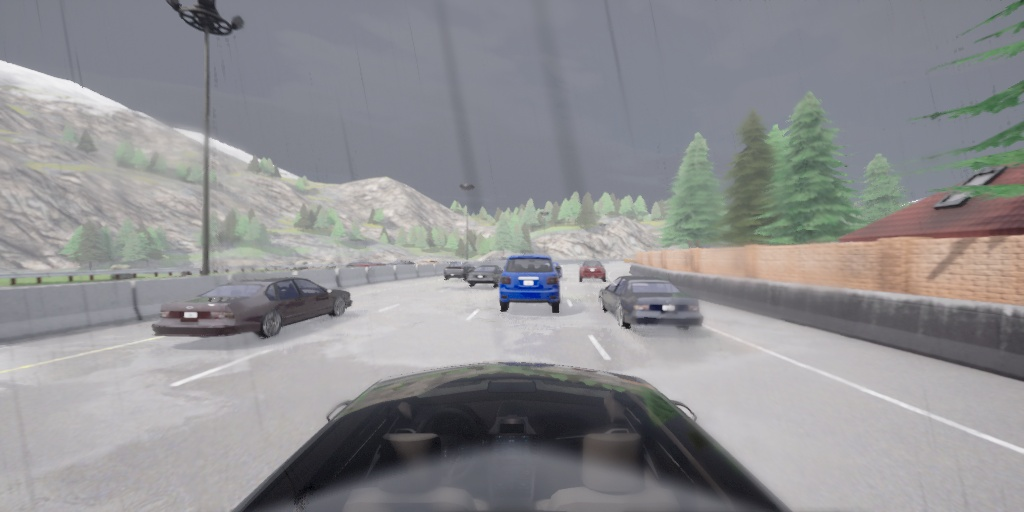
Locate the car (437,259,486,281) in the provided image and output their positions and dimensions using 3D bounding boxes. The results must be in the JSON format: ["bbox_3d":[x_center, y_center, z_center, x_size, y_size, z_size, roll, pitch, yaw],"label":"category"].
[{"bbox_3d":[-4.082,1.240,29.705,2.128,1.511,4.902,0,0,11],"label":"car"}]

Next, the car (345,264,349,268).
[{"bbox_3d":[-21.054,1.275,49.644,1.994,1.385,4.181,0,0,16],"label":"car"}]

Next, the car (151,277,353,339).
[{"bbox_3d":[-6.582,1.283,10.022,2.033,1.411,5.357,0,0,4],"label":"car"}]

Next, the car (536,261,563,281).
[{"bbox_3d":[3.419,1.246,31.570,1.882,1.535,5.008,0,0,12],"label":"car"}]

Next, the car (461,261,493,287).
[{"bbox_3d":[-1.533,1.301,24.222,2.033,1.411,5.357,0,0,9],"label":"car"}]

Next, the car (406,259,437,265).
[{"bbox_3d":[-11.098,1.213,46.325,1.882,1.535,5.008,0,0,16],"label":"car"}]

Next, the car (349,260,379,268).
[{"bbox_3d":[-18.349,1.317,46.462,1.895,1.301,4.718,0,0,16],"label":"car"}]

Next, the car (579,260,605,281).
[{"bbox_3d":[6.658,1.129,29.927,2.097,1.767,4.553,0,0,11],"label":"car"}]

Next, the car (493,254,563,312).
[{"bbox_3d":[0.788,0.978,14.459,2.150,2.045,5.566,0,0,5],"label":"car"}]

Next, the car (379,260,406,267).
[{"bbox_3d":[-14.608,1.217,46.747,2.128,1.511,4.902,0,0,16],"label":"car"}]

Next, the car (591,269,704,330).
[{"bbox_3d":[4.008,1.311,11.249,2.033,1.411,5.357,0,0,4],"label":"car"}]
